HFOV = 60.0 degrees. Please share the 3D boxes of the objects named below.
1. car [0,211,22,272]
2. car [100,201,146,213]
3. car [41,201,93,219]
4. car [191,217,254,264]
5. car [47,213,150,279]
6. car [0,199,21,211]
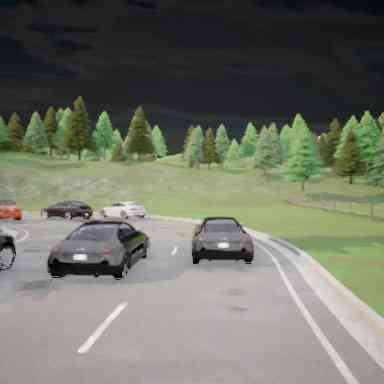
[{"bbox_3d":[-6.255,1.449,7.787,1.882,1.535,5.008,0,0,5],"label":"car"},{"bbox_3d":[-5.714,1.495,27.556,4.674,1.442,1.812,0,0,42],"label":"car"},{"bbox_3d":[-9.979,1.456,26.420,4.892,1.490,1.837,0,-2,33],"label":"car"},{"bbox_3d":[0.964,1.565,11.928,1.994,1.385,4.181,0,0,1],"label":"car"},{"bbox_3d":[-2.568,1.551,10.059,1.994,1.385,4.181,0,0,4],"label":"car"},{"bbox_3d":[-14.991,1.282,24.710,4.553,1.767,2.097,0,0,21],"label":"car"}]
